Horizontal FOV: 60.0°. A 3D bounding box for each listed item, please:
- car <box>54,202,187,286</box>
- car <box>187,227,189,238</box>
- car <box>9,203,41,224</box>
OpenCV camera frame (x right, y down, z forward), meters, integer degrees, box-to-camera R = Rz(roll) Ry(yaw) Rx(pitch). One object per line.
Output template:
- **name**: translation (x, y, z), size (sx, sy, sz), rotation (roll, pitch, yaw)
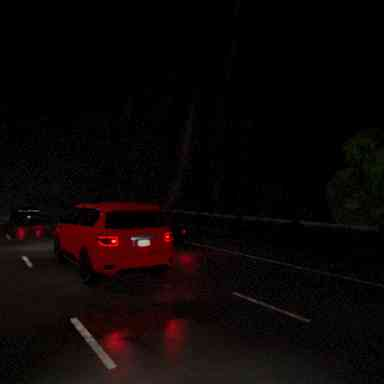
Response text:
- **car**: translation (-2.612, 1.318, 10.135), size (2.150, 2.045, 5.566), rotation (0, -1, -33)
- **car**: translation (-2.130, 1.740, 15.780), size (1.895, 1.301, 4.718), rotation (0, 0, -33)
- **car**: translation (-13.306, 1.624, 26.448), size (2.128, 1.511, 4.902), rotation (0, 0, -33)
